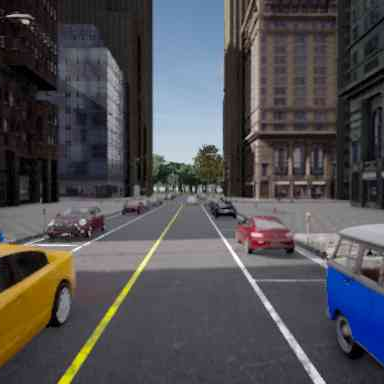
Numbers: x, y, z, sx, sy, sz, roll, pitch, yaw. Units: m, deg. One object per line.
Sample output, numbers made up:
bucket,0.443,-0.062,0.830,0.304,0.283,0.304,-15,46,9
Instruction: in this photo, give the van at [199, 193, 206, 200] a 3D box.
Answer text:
van,2.741,1.065,87.370,1.690,1.788,3.998,-1,0,0

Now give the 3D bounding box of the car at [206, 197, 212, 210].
car,2.749,1.498,33.900,1.947,1.339,4.313,-1,0,0

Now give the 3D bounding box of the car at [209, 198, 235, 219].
car,2.749,1.511,28.696,1.947,1.339,4.313,-1,0,0

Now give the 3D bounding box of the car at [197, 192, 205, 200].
car,2.744,1.277,81.861,1.752,1.417,4.829,-1,0,0

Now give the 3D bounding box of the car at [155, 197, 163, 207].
car,-5.778,1.437,49.332,2.008,1.369,4.403,-1,0,0

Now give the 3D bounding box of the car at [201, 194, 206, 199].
car,2.747,1.410,49.678,1.752,1.417,4.829,-1,0,0

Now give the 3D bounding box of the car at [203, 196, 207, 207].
car,2.748,1.469,39.102,2.008,1.369,4.403,-1,0,0

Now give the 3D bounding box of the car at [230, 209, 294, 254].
car,2.751,1.558,13.089,1.802,1.307,4.206,-1,0,0

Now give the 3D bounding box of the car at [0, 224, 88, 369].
car,-3.086,1.470,4.138,1.882,1.535,5.008,0,0,0

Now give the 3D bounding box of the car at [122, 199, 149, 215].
car,-5.777,1.478,33.200,1.887,1.381,4.507,-1,0,0

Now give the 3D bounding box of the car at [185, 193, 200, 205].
car,-0.008,1.386,56.290,1.812,1.442,4.674,0,0,0

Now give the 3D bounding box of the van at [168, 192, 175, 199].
van,-5.784,1.035,93.041,1.690,1.788,3.998,-1,0,0

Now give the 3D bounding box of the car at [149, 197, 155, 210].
car,-5.777,1.501,38.577,1.802,1.307,4.206,-1,0,0

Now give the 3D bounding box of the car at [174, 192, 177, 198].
car,-5.784,1.039,87.361,2.192,1.841,5.009,-1,0,0

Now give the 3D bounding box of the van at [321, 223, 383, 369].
van,2.786,1.335,3.425,1.690,1.788,3.998,-1,0,0

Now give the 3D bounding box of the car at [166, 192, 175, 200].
car,-5.781,1.335,81.682,1.802,1.307,4.206,-1,0,0

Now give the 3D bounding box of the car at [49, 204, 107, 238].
car,-5.776,1.409,17.065,1.967,1.590,4.097,-1,0,0
